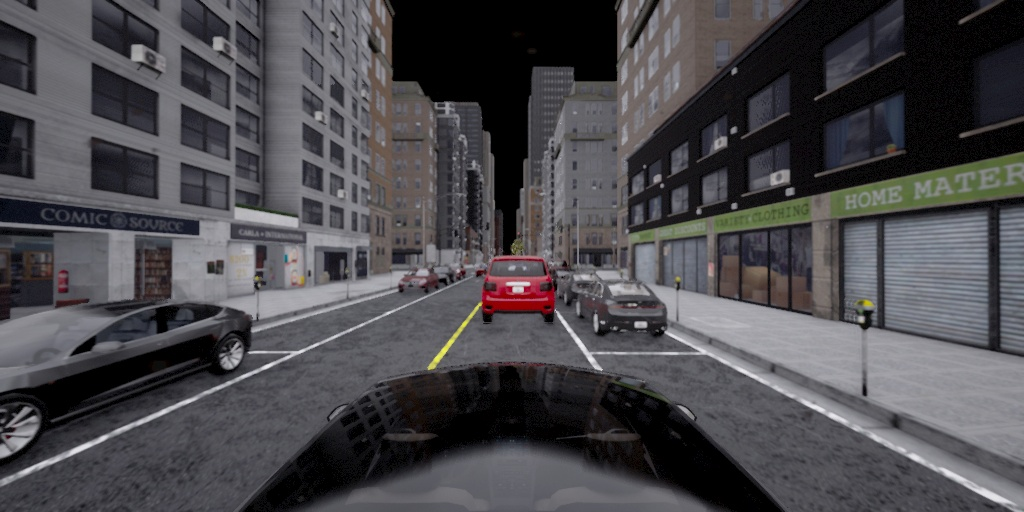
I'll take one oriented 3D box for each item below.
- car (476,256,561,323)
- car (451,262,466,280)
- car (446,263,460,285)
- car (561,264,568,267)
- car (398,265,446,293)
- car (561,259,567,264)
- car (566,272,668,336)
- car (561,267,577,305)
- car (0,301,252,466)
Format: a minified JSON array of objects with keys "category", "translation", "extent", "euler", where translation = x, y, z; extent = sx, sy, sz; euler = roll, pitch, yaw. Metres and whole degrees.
[{"category":"car","translation":[0.208,1.010,12.408],"extent":[2.150,2.045,5.566],"euler":[0,0,1]},{"category":"car","translation":[-5.320,1.296,32.493],"extent":[1.967,1.591,4.097],"euler":[0,0,1]},{"category":"car","translation":[-5.385,1.403,26.968],"extent":[1.948,1.339,4.313],"euler":[0,0,1]},{"category":"car","translation":[3.075,1.385,21.351],"extent":[1.948,1.339,4.313],"euler":[0,0,1]},{"category":"car","translation":[-5.450,1.400,21.444],"extent":[1.802,1.307,4.207],"euler":[0,0,1]},{"category":"car","translation":[3.140,1.153,26.874],"extent":[2.192,1.841,5.009],"euler":[0,0,1]},{"category":"car","translation":[2.944,1.331,10.305],"extent":[2.007,1.370,4.403],"euler":[0,0,1]},{"category":"car","translation":[3.010,1.350,15.828],"extent":[2.007,1.370,4.403],"euler":[0,0,1]},{"category":"car","translation":[-5.646,1.326,4.870],"extent":[1.948,1.339,4.313],"euler":[0,0,1]}]
